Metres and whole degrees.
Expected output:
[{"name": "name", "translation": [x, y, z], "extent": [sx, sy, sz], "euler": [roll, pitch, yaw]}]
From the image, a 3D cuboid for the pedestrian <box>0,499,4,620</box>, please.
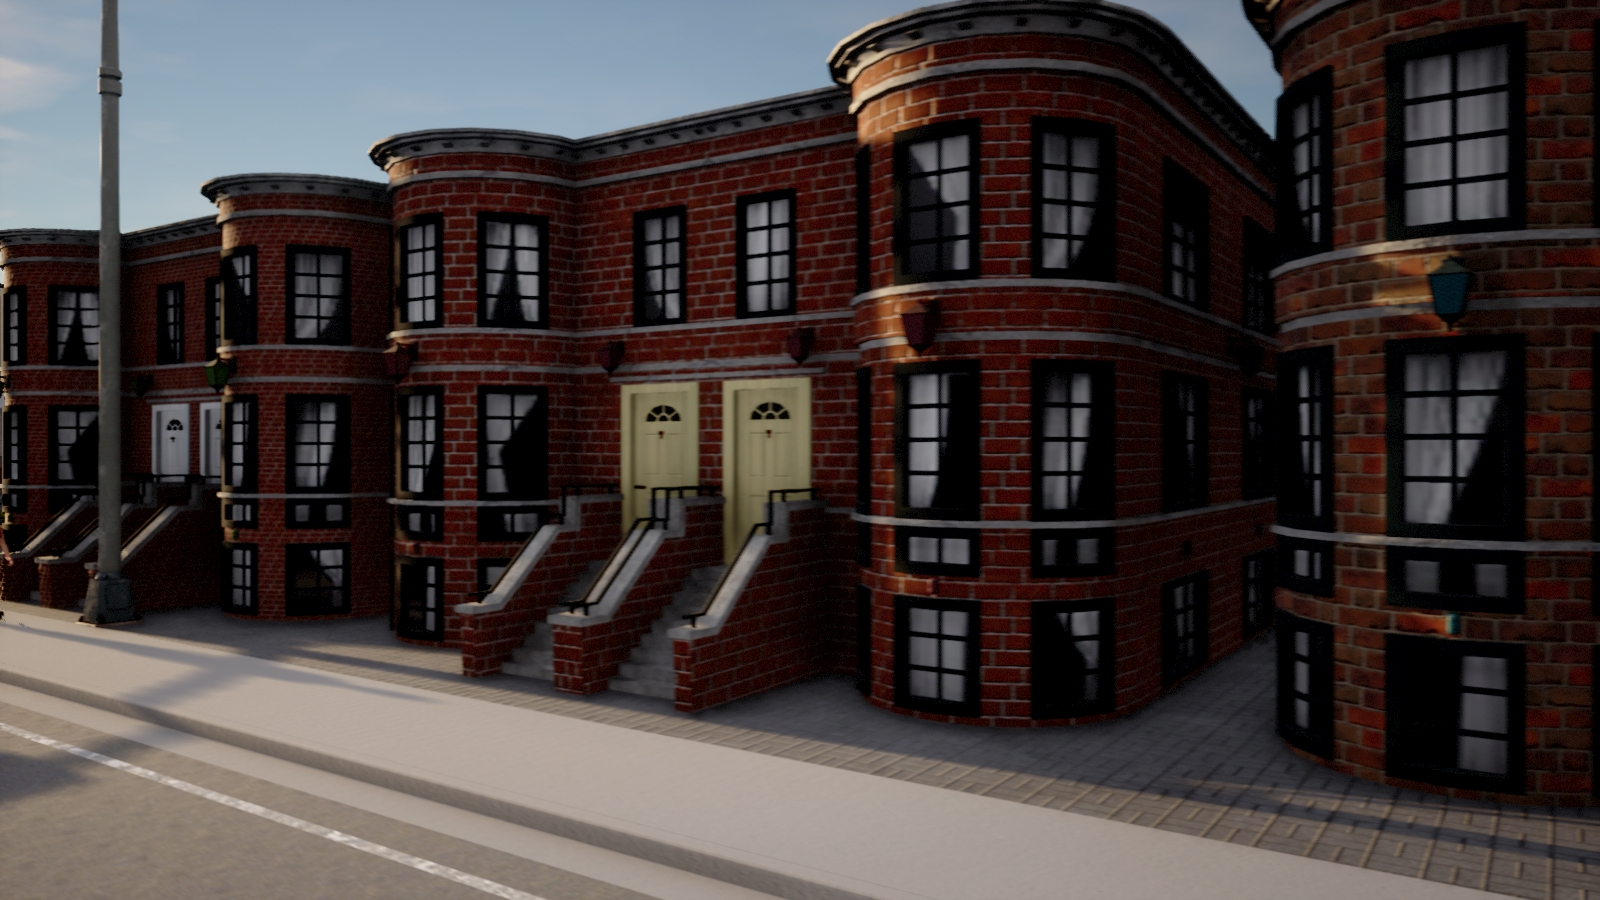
[{"name": "pedestrian", "translation": [-12.575, 1.699, 17.635], "extent": [0.375, 1.860, 0.375], "euler": [0, 0, 35]}]
